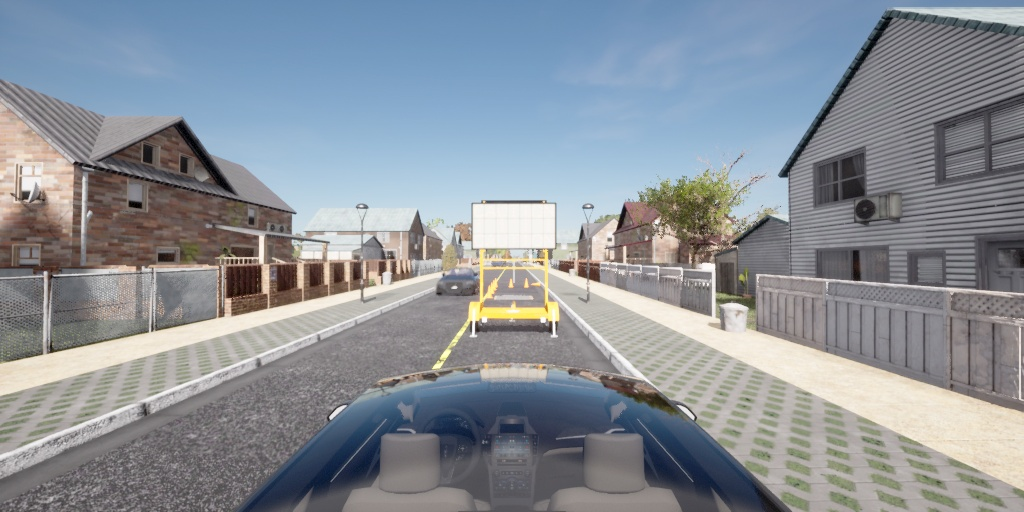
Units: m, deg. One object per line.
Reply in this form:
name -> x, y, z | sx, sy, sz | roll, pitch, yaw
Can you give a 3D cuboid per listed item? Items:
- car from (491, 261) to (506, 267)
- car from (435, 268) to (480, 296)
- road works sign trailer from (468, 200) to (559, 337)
car -> -2.533, 1.450, 61.491 | 2.033, 1.411, 5.357 | 0, 0, 1
car -> -2.763, 1.331, 19.212 | 1.994, 1.385, 4.181 | 0, 0, 0
road works sign trailer -> 0.057, 0.220, 10.260 | 2.380, 3.560, 2.880 | 0, 0, 1
